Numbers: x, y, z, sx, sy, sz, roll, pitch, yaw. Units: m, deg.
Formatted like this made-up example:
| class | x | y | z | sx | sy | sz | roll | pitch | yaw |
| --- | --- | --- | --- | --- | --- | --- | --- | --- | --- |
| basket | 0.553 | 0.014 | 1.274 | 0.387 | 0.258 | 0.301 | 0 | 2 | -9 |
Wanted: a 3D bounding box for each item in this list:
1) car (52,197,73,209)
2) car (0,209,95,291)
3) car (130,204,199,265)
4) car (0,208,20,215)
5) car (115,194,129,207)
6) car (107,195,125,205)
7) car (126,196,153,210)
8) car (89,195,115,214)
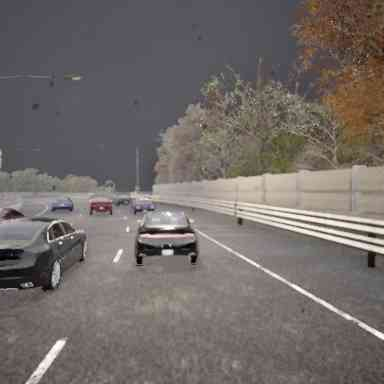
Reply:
| class | x | y | z | sx | sy | sz | roll | pitch | yaw |
| --- | --- | --- | --- | --- | --- | --- | --- | --- | --- |
| car | -13.379 | 1.216 | 34.490 | 1.994 | 1.385 | 4.181 | 0 | 1 | -20 |
| car | -4.039 | 1.417 | 8.649 | 1.837 | 1.490 | 4.892 | 0 | 1 | -5 |
| car | -0.893 | 1.370 | 11.274 | 2.128 | 1.511 | 4.902 | 0 | 1 | -6 |
| car | -8.212 | 1.386 | 14.193 | 1.812 | 1.442 | 4.674 | 0 | 1 | -8 |
| car | -8.620 | 1.045 | 41.544 | 1.882 | 1.535 | 5.008 | 0 | 1 | -20 |
| car | -11.002 | 1.104 | 48.003 | 1.895 | 1.301 | 4.718 | 0 | 1 | -20 |
| car | -4.507 | 1.286 | 29.897 | 1.895 | 1.301 | 4.718 | 0 | 1 | -16 |
| car | -8.298 | 1.166 | 30.243 | 1.882 | 1.535 | 5.008 | 0 | 1 | -17 |
